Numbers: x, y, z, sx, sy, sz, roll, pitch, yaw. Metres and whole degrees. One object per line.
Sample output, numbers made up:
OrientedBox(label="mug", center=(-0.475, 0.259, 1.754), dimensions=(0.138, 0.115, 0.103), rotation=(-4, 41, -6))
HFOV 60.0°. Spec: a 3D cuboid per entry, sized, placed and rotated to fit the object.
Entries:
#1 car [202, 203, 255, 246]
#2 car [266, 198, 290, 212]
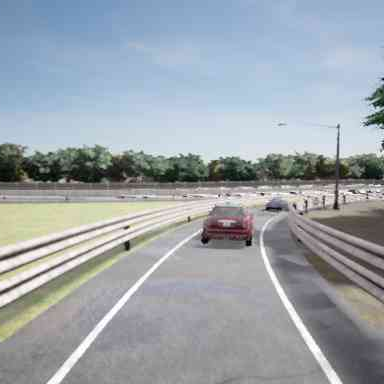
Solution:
OrientedBox(label="car", center=(1.815, 1.317, 15.558), dimensions=(2.097, 1.767, 4.553), rotation=(1, 0, 11))
OrientedBox(label="car", center=(9.899, 1.429, 38.146), dimensions=(1.994, 1.385, 4.181), rotation=(2, 1, 28))
